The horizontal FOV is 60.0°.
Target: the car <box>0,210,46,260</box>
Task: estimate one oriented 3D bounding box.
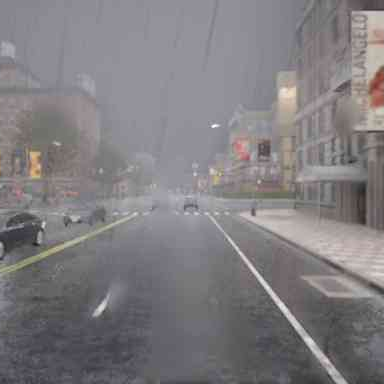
[{"bbox_3d":[-7.094,1.476,12.188,1.837,1.490,4.892,0,0,0],"label":"car"}]

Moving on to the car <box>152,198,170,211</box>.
[{"bbox_3d":[-3.700,1.457,39.449,2.033,1.411,5.357,0,0,-2],"label":"car"}]

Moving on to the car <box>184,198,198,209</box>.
[{"bbox_3d":[-0.173,1.446,44.131,2.033,1.411,5.357,0,0,-1],"label":"car"}]

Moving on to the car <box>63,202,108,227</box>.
[{"bbox_3d":[-7.110,1.439,22.603,2.128,1.511,4.902,0,0,0],"label":"car"}]
